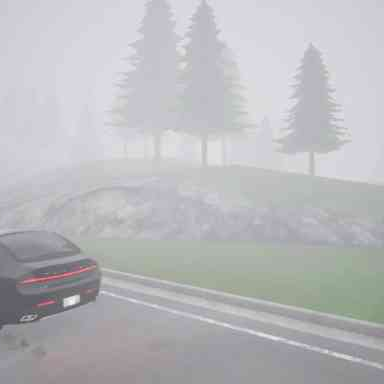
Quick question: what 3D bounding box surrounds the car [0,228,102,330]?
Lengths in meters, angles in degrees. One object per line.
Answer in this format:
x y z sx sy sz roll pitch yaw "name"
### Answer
-3.909 1.505 6.779 4.892 1.490 1.837 0 0 36 "car"
